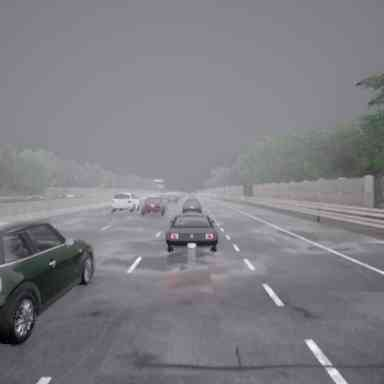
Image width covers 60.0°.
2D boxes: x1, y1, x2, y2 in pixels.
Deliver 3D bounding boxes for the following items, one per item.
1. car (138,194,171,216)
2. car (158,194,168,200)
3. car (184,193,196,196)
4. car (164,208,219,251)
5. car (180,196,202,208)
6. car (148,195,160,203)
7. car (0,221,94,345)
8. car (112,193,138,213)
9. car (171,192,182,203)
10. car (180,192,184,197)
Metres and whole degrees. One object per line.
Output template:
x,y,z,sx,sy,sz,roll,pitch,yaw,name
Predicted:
-3.498,1.249,31.708,2.097,1.767,4.553,0,0,0,car
-6.993,1.229,81.610,2.033,1.411,5.357,0,0,0,car
0.007,1.313,61.452,2.033,1.411,5.357,0,0,0,car
0.001,1.565,13.791,1.895,1.301,4.718,0,0,0,car
0.003,1.445,35.358,1.994,1.385,4.181,0,0,0,car
-6.996,1.292,61.455,1.812,1.442,4.674,0,0,0,car
-3.501,1.337,6.525,2.097,1.767,4.553,0,0,0,car
-6.997,1.103,35.433,2.150,2.045,5.566,0,0,0,car
-3.494,1.257,61.464,2.128,1.511,4.902,0,0,0,car
-3.493,1.206,83.612,1.812,1.442,4.674,0,0,0,car
